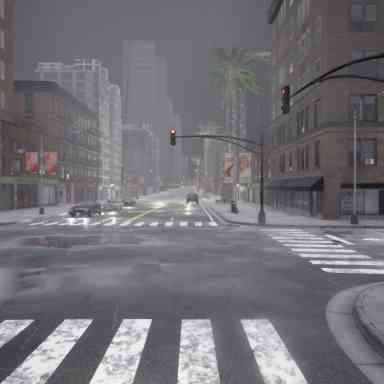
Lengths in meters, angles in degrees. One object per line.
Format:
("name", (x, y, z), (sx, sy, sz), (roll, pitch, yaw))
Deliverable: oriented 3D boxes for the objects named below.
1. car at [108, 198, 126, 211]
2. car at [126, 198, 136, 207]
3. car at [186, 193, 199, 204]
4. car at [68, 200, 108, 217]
("car", (-9.859, 1.590, 41.135), (1.895, 1.301, 4.718), (0, 0, 0))
("car", (-9.845, 1.543, 51.206), (1.994, 1.385, 4.181), (0, 0, 1))
("car", (0.084, 1.179, 64.521), (2.150, 2.045, 5.566), (0, 0, 0))
("car", (-9.857, 1.540, 31.448), (2.033, 1.411, 5.357), (0, 0, 0))
